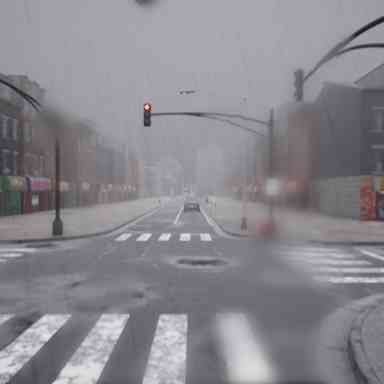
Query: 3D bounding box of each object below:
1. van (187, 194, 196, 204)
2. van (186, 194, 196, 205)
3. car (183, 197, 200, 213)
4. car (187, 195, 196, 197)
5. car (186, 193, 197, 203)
[{"bbox_3d":[-0.129,1.280,64.973,1.690,1.788,3.998,0,0,0],"label":"van"},{"bbox_3d":[-0.108,1.282,59.368,1.690,1.788,3.998,0,0,0],"label":"van"},{"bbox_3d":[-0.022,1.525,36.946,1.947,1.339,4.313,0,0,0],"label":"car"},{"bbox_3d":[-0.044,1.478,42.721,1.752,1.417,4.829,0,0,0],"label":"car"},{"bbox_3d":[-0.151,1.253,70.579,2.192,1.841,5.009,0,0,0],"label":"car"}]
